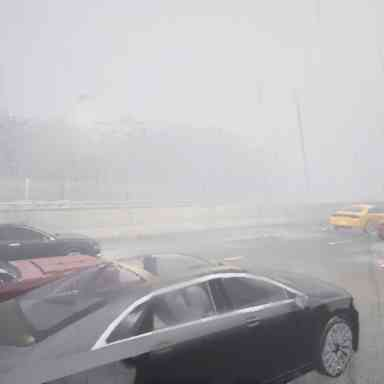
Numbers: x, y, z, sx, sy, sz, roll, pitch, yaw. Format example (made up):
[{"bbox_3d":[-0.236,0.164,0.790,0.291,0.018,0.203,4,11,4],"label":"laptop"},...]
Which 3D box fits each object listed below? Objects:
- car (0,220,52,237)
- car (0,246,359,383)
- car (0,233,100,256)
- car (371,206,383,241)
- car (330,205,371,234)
[{"bbox_3d":[-4.901,1.505,8.846,4.892,1.490,1.837,0,0,-36],"label":"car"},{"bbox_3d":[0.040,1.495,3.896,4.902,1.511,2.128,0,0,-35],"label":"car"},{"bbox_3d":[-3.550,1.600,5.512,4.718,1.301,1.895,0,0,-36],"label":"car"},{"bbox_3d":[10.778,1.383,15.690,4.553,1.767,2.097,0,0,-35],"label":"car"},{"bbox_3d":[10.209,1.512,19.575,5.008,1.535,1.882,0,0,-35],"label":"car"}]
